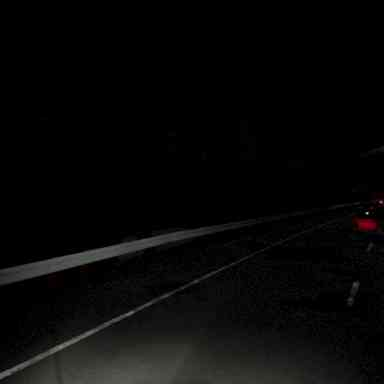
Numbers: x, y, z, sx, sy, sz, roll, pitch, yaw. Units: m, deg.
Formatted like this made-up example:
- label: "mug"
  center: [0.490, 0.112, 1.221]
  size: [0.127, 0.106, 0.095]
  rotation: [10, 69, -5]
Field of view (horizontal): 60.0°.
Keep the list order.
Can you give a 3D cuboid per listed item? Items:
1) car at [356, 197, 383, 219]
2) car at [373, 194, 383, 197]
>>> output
- label: "car"
  center: [15.970, 1.505, 29.670]
  size: [1.837, 1.490, 4.892]
  rotation: [0, 0, 35]
- label: "car"
  center: [22.005, 1.221, 38.224]
  size: [2.150, 2.045, 5.566]
  rotation: [0, 0, 35]
